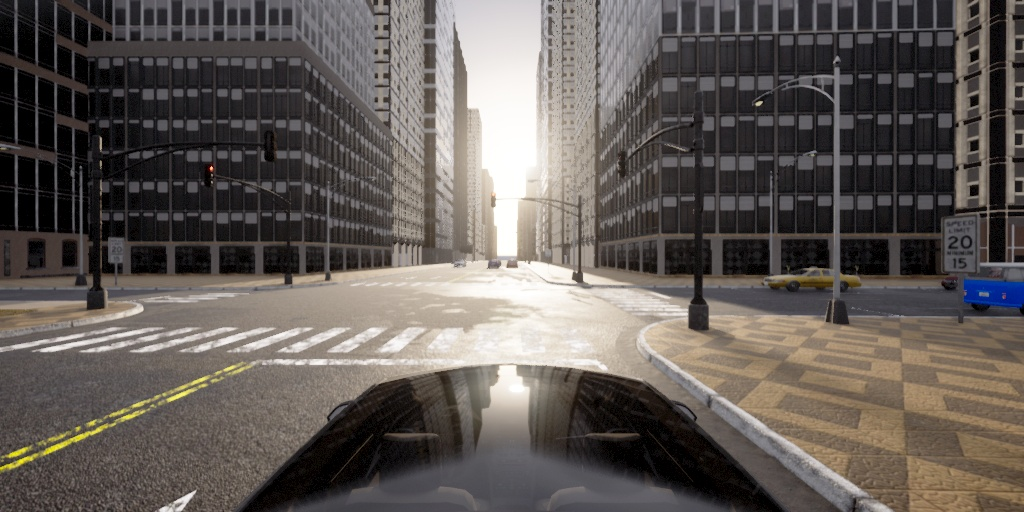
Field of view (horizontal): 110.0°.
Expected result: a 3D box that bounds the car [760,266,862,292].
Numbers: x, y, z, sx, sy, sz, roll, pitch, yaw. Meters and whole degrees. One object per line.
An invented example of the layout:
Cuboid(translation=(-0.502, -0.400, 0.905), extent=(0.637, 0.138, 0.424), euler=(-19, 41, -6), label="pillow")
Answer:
Cuboid(translation=(17.103, 1.286, 20.652), extent=(4.829, 1.417, 1.751), euler=(0, 0, 2), label="car")

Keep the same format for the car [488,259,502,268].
Cuboid(translation=(-3.201, 1.313, 62.836), extent=(1.882, 1.535, 5.008), euler=(0, 0, 0), label="car")

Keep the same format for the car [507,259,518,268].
Cuboid(translation=(0.050, 1.402, 63.666), extent=(1.994, 1.385, 4.181), euler=(0, 0, 0), label="car")

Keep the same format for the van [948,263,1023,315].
Cuboid(translation=(18.367, 1.115, 12.479), extent=(3.998, 1.789, 1.690), euler=(0, 0, 2), label="van")

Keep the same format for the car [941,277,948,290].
Cuboid(translation=(26.937, 1.349, 20.160), extent=(4.207, 1.307, 1.802), euler=(0, 0, 2), label="car")
